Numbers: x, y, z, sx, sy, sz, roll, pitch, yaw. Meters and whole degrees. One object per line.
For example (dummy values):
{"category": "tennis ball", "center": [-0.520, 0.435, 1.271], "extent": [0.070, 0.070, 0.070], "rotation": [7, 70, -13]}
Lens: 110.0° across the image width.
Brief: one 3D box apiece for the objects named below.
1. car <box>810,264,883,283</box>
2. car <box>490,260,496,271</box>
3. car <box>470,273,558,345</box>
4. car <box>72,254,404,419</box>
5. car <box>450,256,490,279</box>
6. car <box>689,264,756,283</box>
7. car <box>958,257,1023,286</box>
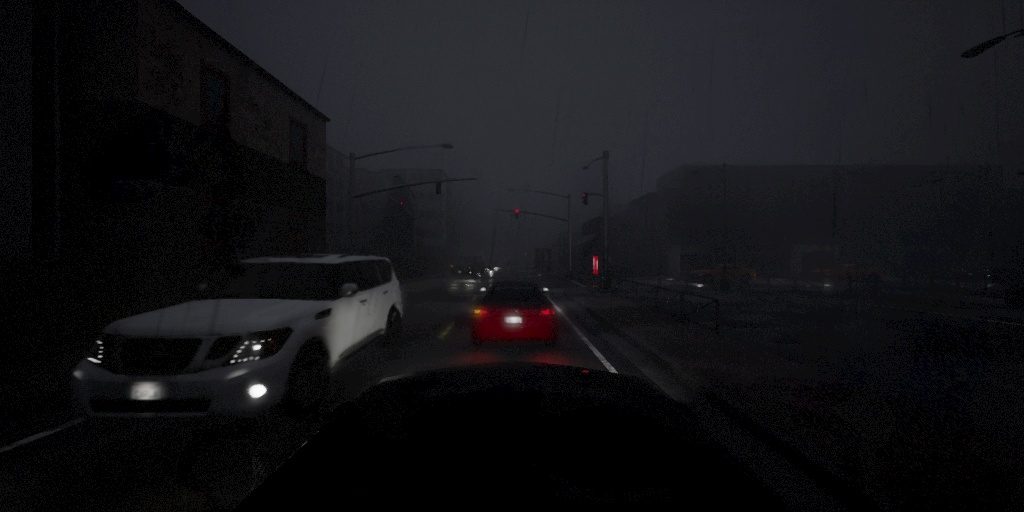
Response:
{"category": "car", "center": [27.527, 1.404, 29.602], "extent": [5.008, 1.535, 1.882], "rotation": [0, 0, 0]}
{"category": "car", "center": [-3.585, 1.275, 49.743], "extent": [1.812, 1.442, 4.674], "rotation": [0, 0, 0]}
{"category": "car", "center": [0.064, 1.314, 9.508], "extent": [1.994, 1.385, 4.181], "rotation": [0, 0, 0]}
{"category": "car", "center": [-3.585, 0.971, 6.256], "extent": [2.150, 2.045, 5.566], "rotation": [0, 0, 0]}
{"category": "car", "center": [-4.207, 1.018, 35.283], "extent": [2.150, 2.045, 5.566], "rotation": [1, 2, 11]}
{"category": "car", "center": [17.302, 1.404, 29.582], "extent": [5.008, 1.535, 1.882], "rotation": [0, 0, 0]}
{"category": "car", "center": [40.640, 1.147, 29.594], "extent": [5.566, 2.045, 2.150], "rotation": [0, 0, 1]}
